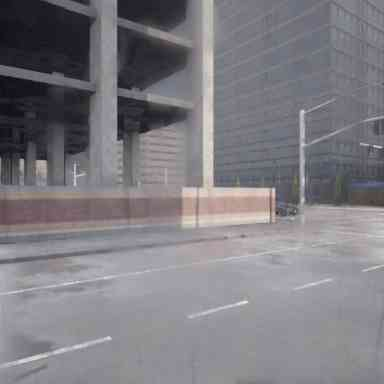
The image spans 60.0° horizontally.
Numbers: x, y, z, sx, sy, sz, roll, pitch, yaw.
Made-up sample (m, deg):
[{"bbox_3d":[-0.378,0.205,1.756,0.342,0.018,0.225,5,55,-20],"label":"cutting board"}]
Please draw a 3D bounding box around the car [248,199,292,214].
[{"bbox_3d":[8.542,1.526,36.933,1.812,1.442,4.674,0,0,-36],"label":"car"}]

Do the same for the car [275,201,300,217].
[{"bbox_3d":[8.133,1.564,31.533,1.994,1.385,4.181,0,0,-36],"label":"car"}]

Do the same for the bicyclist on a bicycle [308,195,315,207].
[{"bbox_3d":[16.610,1.301,46.220,1.656,1.620,0.582,0,0,-36],"label":"bicyclist on a bicycle"}]
